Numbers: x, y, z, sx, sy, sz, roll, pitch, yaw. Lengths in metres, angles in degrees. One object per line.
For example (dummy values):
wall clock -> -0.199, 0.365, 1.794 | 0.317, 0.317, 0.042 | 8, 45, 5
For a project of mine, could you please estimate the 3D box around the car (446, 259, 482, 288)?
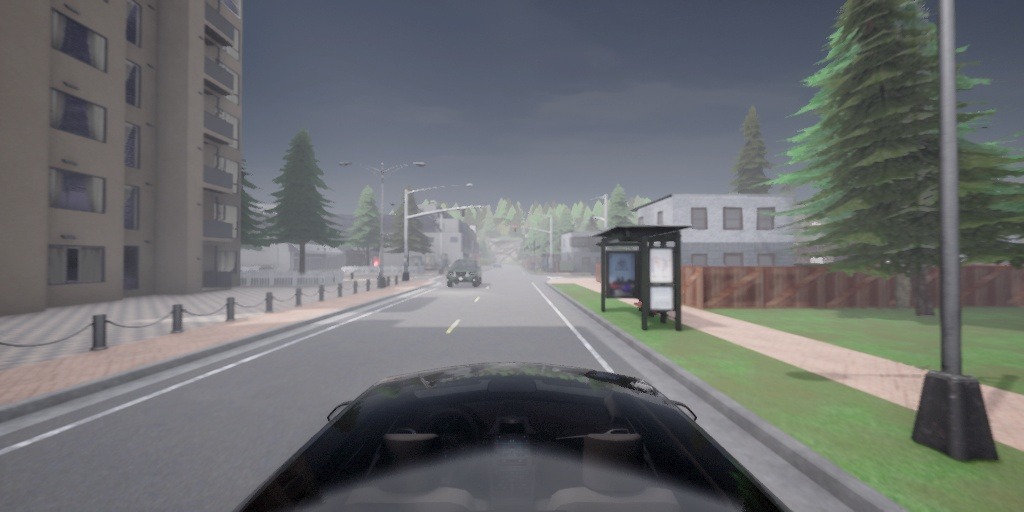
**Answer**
car -> -3.509, 1.259, 27.344 | 2.150, 2.045, 5.566 | 0, -1, 0
